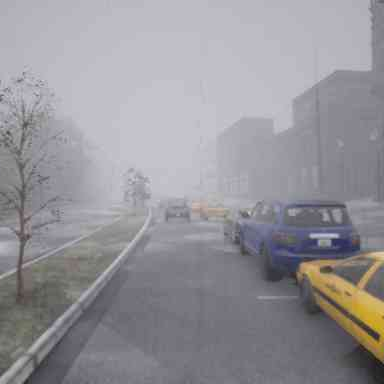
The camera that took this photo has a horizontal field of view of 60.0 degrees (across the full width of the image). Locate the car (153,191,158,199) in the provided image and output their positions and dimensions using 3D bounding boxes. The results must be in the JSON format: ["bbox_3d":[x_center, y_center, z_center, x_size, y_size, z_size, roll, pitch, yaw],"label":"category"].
[{"bbox_3d":[-7.634,1.141,81.358,2.002,1.452,4.674,0,0,-11],"label":"car"}]

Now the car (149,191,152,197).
[{"bbox_3d":[-9.809,0.754,92.264,2.435,2.045,5.566,0,0,-11],"label":"car"}]

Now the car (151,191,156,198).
[{"bbox_3d":[-8.726,1.085,86.829,2.163,1.488,4.792,0,0,-11],"label":"car"}]

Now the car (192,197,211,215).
[{"bbox_3d":[0.476,1.369,37.840,1.946,1.575,5.366,0,0,-7],"label":"car"}]

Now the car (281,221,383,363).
[{"bbox_3d":[3.015,1.474,4.652,1.946,1.575,5.366,0,0,-1],"label":"car"}]

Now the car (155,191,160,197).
[{"bbox_3d":[-6.557,1.174,75.949,2.163,1.488,4.792,0,0,-11],"label":"car"}]

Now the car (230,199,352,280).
[{"bbox_3d":[2.853,1.218,10.060,2.435,2.045,5.566,0,0,-2],"label":"car"}]

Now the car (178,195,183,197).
[{"bbox_3d":[-0.538,1.371,44.808,2.163,1.488,4.792,0,0,-8],"label":"car"}]

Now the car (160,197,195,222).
[{"bbox_3d":[-1.220,1.424,25.954,2.128,1.511,4.902,0,0,-5],"label":"car"}]

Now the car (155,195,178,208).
[{"bbox_3d":[-3.311,1.423,42.809,1.994,1.385,4.181,0,0,-9],"label":"car"}]

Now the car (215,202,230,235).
[{"bbox_3d":[2.611,1.458,15.603,2.231,1.521,4.892,0,0,-2],"label":"car"}]

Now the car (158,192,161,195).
[{"bbox_3d":[-5.465,1.226,70.480,2.002,1.452,4.674,0,0,-11],"label":"car"}]
